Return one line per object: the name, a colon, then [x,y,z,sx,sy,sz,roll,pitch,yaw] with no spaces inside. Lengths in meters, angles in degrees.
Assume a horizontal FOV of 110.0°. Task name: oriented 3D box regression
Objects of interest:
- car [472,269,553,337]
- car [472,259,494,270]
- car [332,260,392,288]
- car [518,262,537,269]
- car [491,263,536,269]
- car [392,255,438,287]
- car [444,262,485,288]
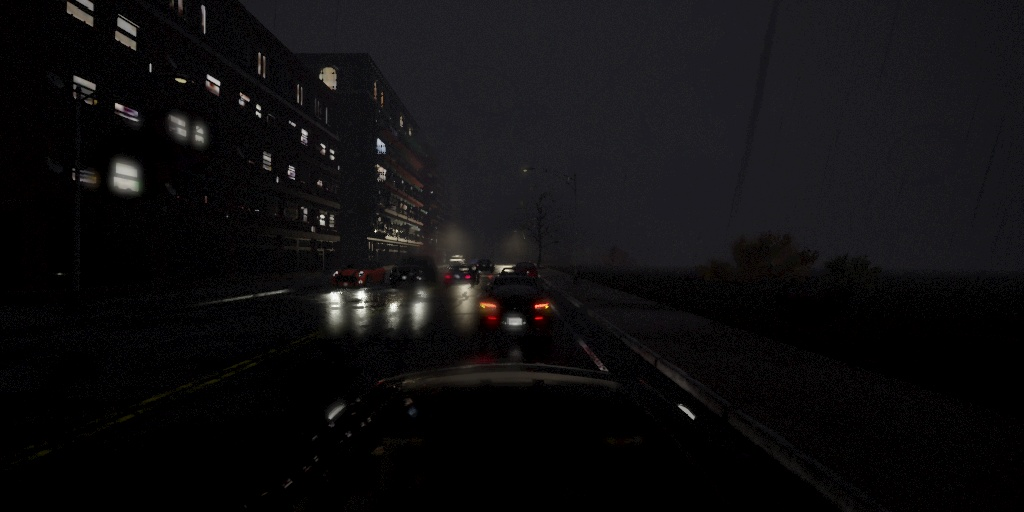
car: [0.075,1.277,10.168,1.812,1.442,4.674,0,0,0]
car: [-3.222,1.108,43.211,2.097,1.767,4.553,0,0,-1]
car: [-9.895,1.105,23.565,2.097,1.767,4.553,0,0,0]
car: [1.081,1.232,29.863,1.882,1.535,5.008,0,0,0]
car: [0.063,1.317,20.335,1.994,1.385,4.181,0,0,0]
car: [-6.646,0.975,24.869,2.150,2.045,5.566,0,0,0]
car: [-3.202,1.301,23.680,2.033,1.411,5.357,0,0,0]
